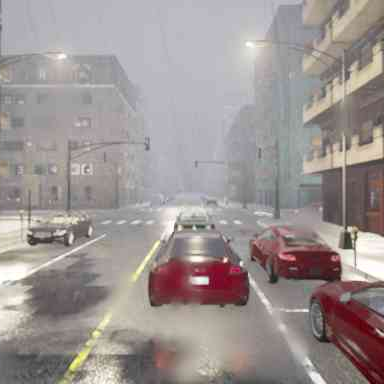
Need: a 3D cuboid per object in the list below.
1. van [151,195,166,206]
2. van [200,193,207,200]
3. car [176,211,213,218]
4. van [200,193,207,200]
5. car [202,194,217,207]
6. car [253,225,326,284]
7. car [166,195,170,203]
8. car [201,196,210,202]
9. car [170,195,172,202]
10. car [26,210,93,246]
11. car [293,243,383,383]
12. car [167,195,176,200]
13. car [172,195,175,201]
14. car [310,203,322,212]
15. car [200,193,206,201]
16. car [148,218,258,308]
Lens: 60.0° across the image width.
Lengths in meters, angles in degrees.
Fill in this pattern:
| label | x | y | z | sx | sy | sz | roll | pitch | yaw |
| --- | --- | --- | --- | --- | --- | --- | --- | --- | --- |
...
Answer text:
| label | x | y | z | sx | sy | sz | roll | pitch | yaw |
| --- | --- | --- | --- | --- | --- | --- | --- | --- | --- |
| van | -5.583 | 1.287 | 53.029 | 1.690 | 1.788 | 3.998 | 1 | 0 | 0 |
| van | 3.089 | 1.247 | 86.965 | 1.690 | 1.788 | 3.998 | 1 | 0 | 0 |
| car | 0.104 | 1.585 | 16.784 | 1.895 | 1.301 | 4.718 | 0 | 0 | 0 |
| van | 3.125 | 1.241 | 92.636 | 1.690 | 1.788 | 3.998 | 1 | 0 | 0 |
| car | 2.965 | 1.497 | 51.368 | 2.008 | 1.369 | 4.403 | 1 | 0 | 0 |
| car | 2.668 | 1.573 | 9.245 | 1.802 | 1.307 | 4.206 | 1 | 0 | 0 |
| car | -5.475 | 1.505 | 58.692 | 1.947 | 1.339 | 4.313 | 1 | 0 | 0 |
| car | 3.013 | 1.501 | 75.625 | 1.802 | 1.307 | 4.206 | 1 | 0 | 0 |
| car | -5.437 | 1.373 | 64.362 | 1.967 | 1.590 | 4.097 | 1 | 0 | 0 |
| car | -5.769 | 1.537 | 14.984 | 2.008 | 1.369 | 4.403 | 1 | 0 | 0 |
| car | 2.669 | 1.579 | 3.574 | 1.802 | 1.307 | 4.206 | 1 | 0 | 0 |
| car | -5.294 | 1.452 | 87.045 | 1.887 | 1.381 | 4.507 | 1 | 0 | 0 |
| car | -5.367 | 1.486 | 75.704 | 1.947 | 1.339 | 4.313 | 1 | 0 | 0 |
| car | 15.549 | 1.474 | 37.140 | 4.507 | 1.381 | 1.887 | 0 | -1 | 1 |
| car | 2.977 | 1.476 | 69.955 | 2.008 | 1.369 | 4.403 | 1 | 0 | 0 |
| car | 0.107 | 1.556 | 7.967 | 1.994 | 1.385 | 4.181 | 0 | 0 | -1 |
